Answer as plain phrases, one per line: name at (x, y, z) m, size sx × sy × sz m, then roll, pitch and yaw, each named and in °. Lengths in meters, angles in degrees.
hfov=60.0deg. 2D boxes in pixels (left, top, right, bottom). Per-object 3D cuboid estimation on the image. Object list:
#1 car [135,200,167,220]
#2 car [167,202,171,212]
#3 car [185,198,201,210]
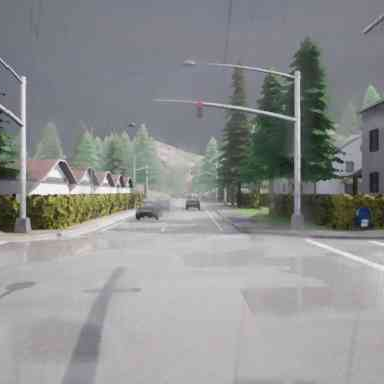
car at (-3.587, 1.553, 28.614) m, size 2.033 × 1.411 × 5.357 m, roll 0°, pitch 0°, yaw 0°
car at (-3.562, 1.571, 38.531) m, size 1.994 × 1.385 × 4.181 m, roll 0°, pitch 0°, yaw 1°
car at (0.118, 1.513, 43.264) m, size 1.837 × 1.490 × 4.892 m, roll 0°, pitch 0°, yaw 0°
